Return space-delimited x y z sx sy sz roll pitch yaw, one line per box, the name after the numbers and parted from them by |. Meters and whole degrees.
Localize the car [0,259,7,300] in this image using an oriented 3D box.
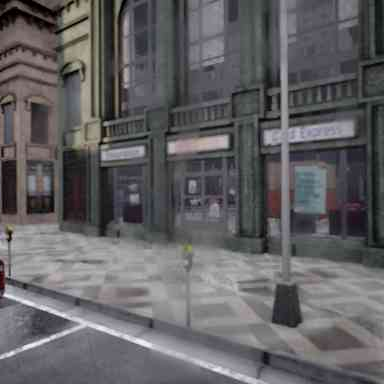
-5.669 1.604 6.993 4.507 1.381 1.887 0 -1 35 | car
